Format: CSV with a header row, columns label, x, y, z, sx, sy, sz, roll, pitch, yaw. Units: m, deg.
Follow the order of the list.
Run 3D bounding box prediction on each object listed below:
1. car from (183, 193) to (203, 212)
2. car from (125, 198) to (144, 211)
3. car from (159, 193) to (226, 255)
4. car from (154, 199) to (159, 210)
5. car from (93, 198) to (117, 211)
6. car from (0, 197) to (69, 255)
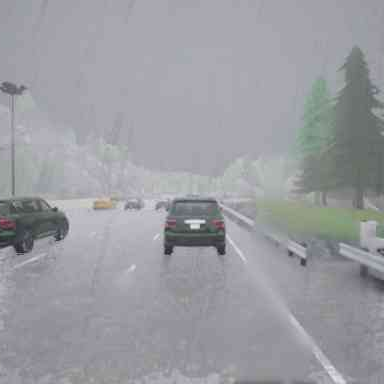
label,x,y,z,sx,sy,sz,roll,pitch,yaw
car,0.075,1.148,38.303,2.150,2.045,5.566,0,0,0
car,-6.938,1.448,40.315,1.812,1.442,4.674,0,0,0
car,0.098,1.196,13.406,2.150,2.045,5.566,0,0,0
car,-3.436,1.446,41.019,1.812,1.442,4.674,0,0,0
car,-10.429,1.401,40.091,1.882,1.535,5.008,0,0,0
car,-6.902,1.196,13.356,2.150,2.045,5.566,0,0,0
